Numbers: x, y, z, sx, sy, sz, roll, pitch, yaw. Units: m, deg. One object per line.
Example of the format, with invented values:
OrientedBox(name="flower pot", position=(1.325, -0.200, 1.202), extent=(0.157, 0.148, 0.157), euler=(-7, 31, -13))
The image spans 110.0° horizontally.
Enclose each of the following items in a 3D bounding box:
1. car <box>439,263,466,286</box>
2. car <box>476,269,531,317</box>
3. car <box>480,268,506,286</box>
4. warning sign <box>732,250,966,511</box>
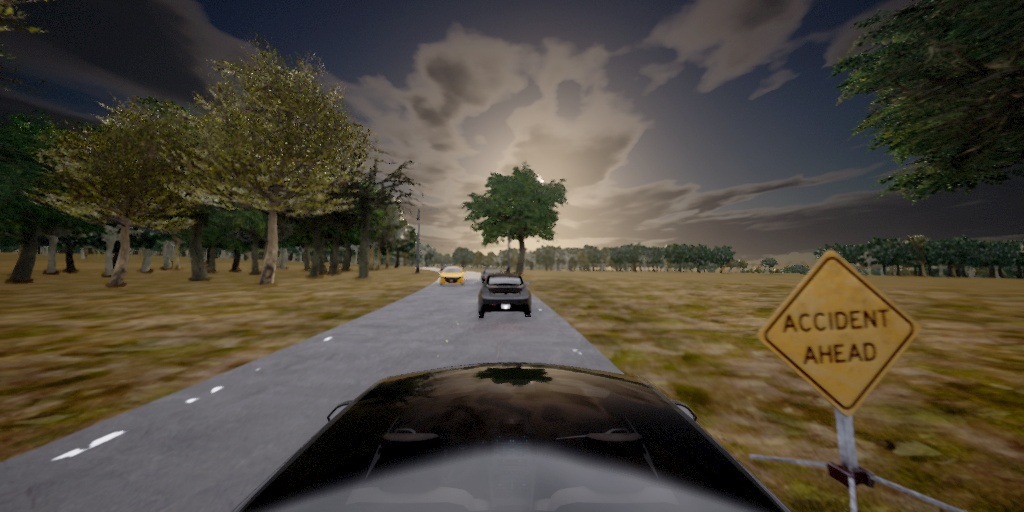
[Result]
OrientedBox(name="car", position=(-4.779, 1.586, 29.132), extent=(1.882, 1.535, 5.008), euler=(1, -1, -7))
OrientedBox(name="car", position=(-0.326, 1.415, 13.994), extent=(1.837, 1.490, 4.892), euler=(0, -1, -3))
OrientedBox(name="car", position=(-1.687, 1.741, 30.204), extent=(1.895, 1.301, 4.718), euler=(0, -1, -6))
OrientedBox(name="warning sign", position=(2.653, 0.877, 2.805), extent=(1.300, 1.860, 1.060), euler=(0, 0, -1))
